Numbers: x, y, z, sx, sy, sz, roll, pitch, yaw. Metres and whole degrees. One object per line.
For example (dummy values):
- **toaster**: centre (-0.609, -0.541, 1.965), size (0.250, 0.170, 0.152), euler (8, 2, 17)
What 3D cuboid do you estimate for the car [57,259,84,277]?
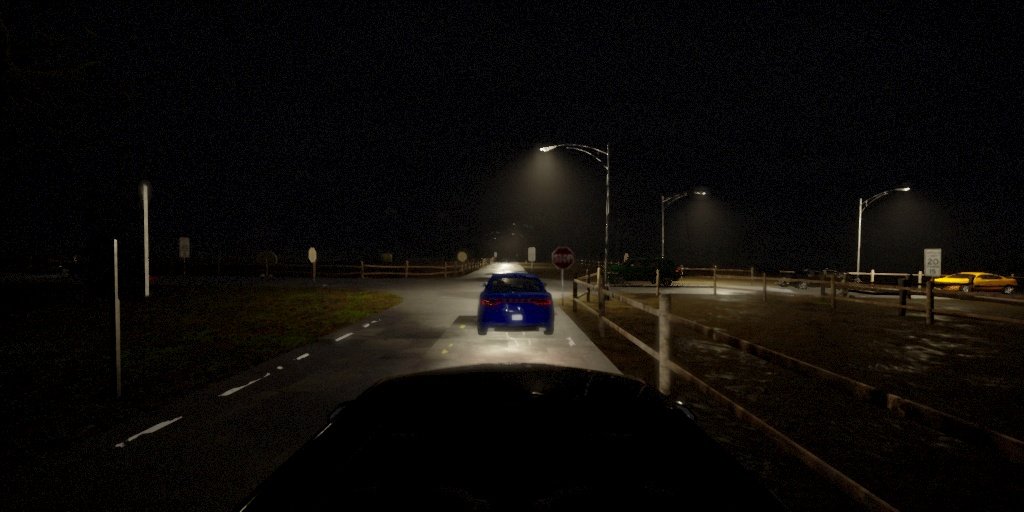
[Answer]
- **car**: centre (-29.649, 0.744, 25.914), size (4.892, 1.490, 1.837), euler (1, 1, 0)

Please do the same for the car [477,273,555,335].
- **car**: centre (0.047, 1.223, 10.488), size (1.882, 1.535, 5.008), euler (0, 0, -2)

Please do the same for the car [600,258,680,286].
- **car**: centre (9.330, 1.141, 26.415), size (5.566, 2.045, 2.150), euler (1, 1, 2)

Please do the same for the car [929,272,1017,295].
- **car**: centre (33.815, 1.949, 26.403), size (5.008, 1.535, 1.882), euler (1, 1, 0)

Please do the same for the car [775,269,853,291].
- **car**: centre (22.092, 1.700, 26.318), size (4.892, 1.490, 1.837), euler (2, 1, 0)
